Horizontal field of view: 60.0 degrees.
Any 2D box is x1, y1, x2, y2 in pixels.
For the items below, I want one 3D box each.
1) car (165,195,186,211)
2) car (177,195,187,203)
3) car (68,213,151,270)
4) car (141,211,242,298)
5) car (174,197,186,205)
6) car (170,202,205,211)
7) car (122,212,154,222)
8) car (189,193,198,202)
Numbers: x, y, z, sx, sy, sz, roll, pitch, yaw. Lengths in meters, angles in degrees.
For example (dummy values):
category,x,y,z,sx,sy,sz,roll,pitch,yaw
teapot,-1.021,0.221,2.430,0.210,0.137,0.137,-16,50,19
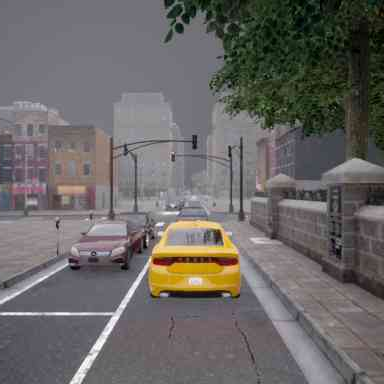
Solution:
category,x,y,z,sx,sy,sz,roll,pitch,yaw
car,-2.239,1.482,41.628,2.128,1.511,4.902,0,0,0
car,-2.132,1.480,71.825,1.837,1.490,4.892,0,0,0
car,-2.625,1.581,10.966,1.802,1.307,4.206,0,0,0
car,0.076,1.477,8.561,1.882,1.535,5.008,0,0,0
car,-2.201,1.586,61.624,1.895,1.301,4.718,0,0,0
car,0.026,1.546,19.050,2.033,1.411,5.357,0,0,0
car,-2.621,1.565,14.629,1.947,1.339,4.313,0,0,0
car,0.368,1.508,66.839,1.812,1.442,4.674,0,0,0
